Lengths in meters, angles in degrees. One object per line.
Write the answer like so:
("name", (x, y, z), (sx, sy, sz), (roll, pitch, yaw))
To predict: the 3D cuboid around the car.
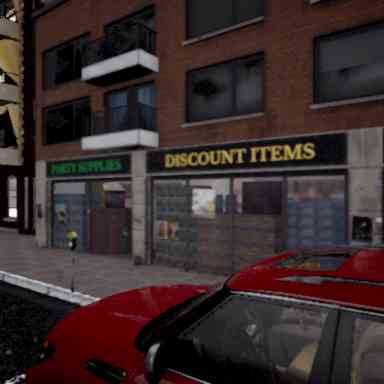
("car", (1.007, 1.316, 2.156), (5.009, 1.841, 2.192), (0, 0, 36))
